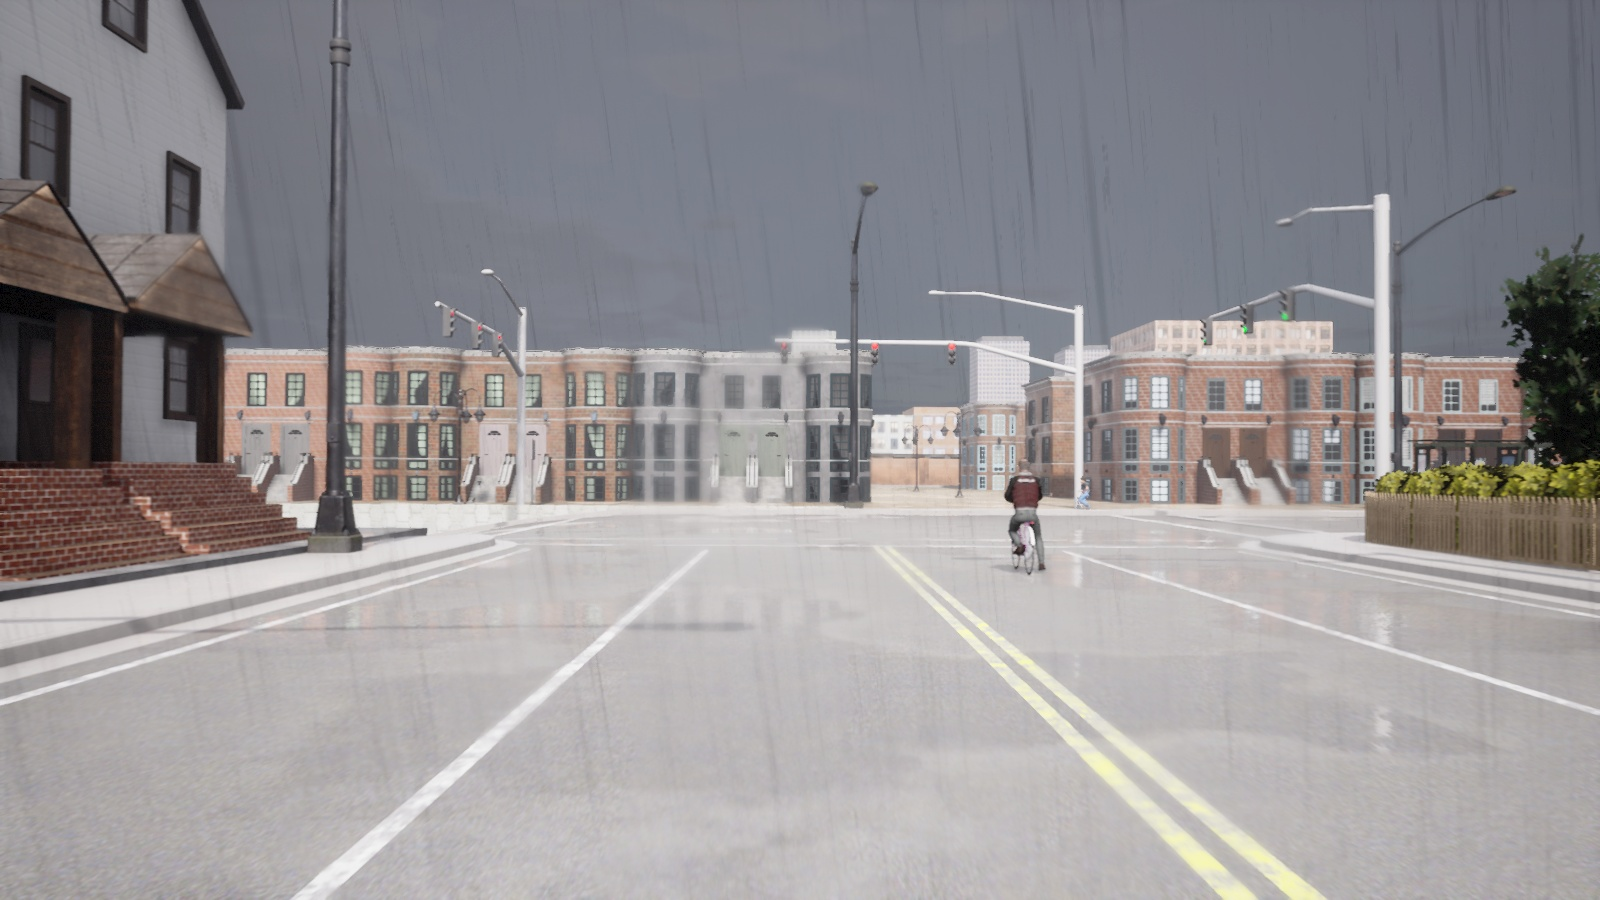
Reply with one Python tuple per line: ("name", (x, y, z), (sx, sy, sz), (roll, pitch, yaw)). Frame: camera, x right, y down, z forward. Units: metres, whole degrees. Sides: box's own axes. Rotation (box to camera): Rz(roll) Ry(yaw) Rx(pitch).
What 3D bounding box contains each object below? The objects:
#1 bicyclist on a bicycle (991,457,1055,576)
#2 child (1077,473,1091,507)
("bicyclist on a bicycle", (3.453, 0.999, 19.569), (0.659, 1.776, 1.843), (0, -1, 0))
("child", (10.585, 1.482, 46.812), (0.437, 1.263, 0.270), (0, -1, -1))
